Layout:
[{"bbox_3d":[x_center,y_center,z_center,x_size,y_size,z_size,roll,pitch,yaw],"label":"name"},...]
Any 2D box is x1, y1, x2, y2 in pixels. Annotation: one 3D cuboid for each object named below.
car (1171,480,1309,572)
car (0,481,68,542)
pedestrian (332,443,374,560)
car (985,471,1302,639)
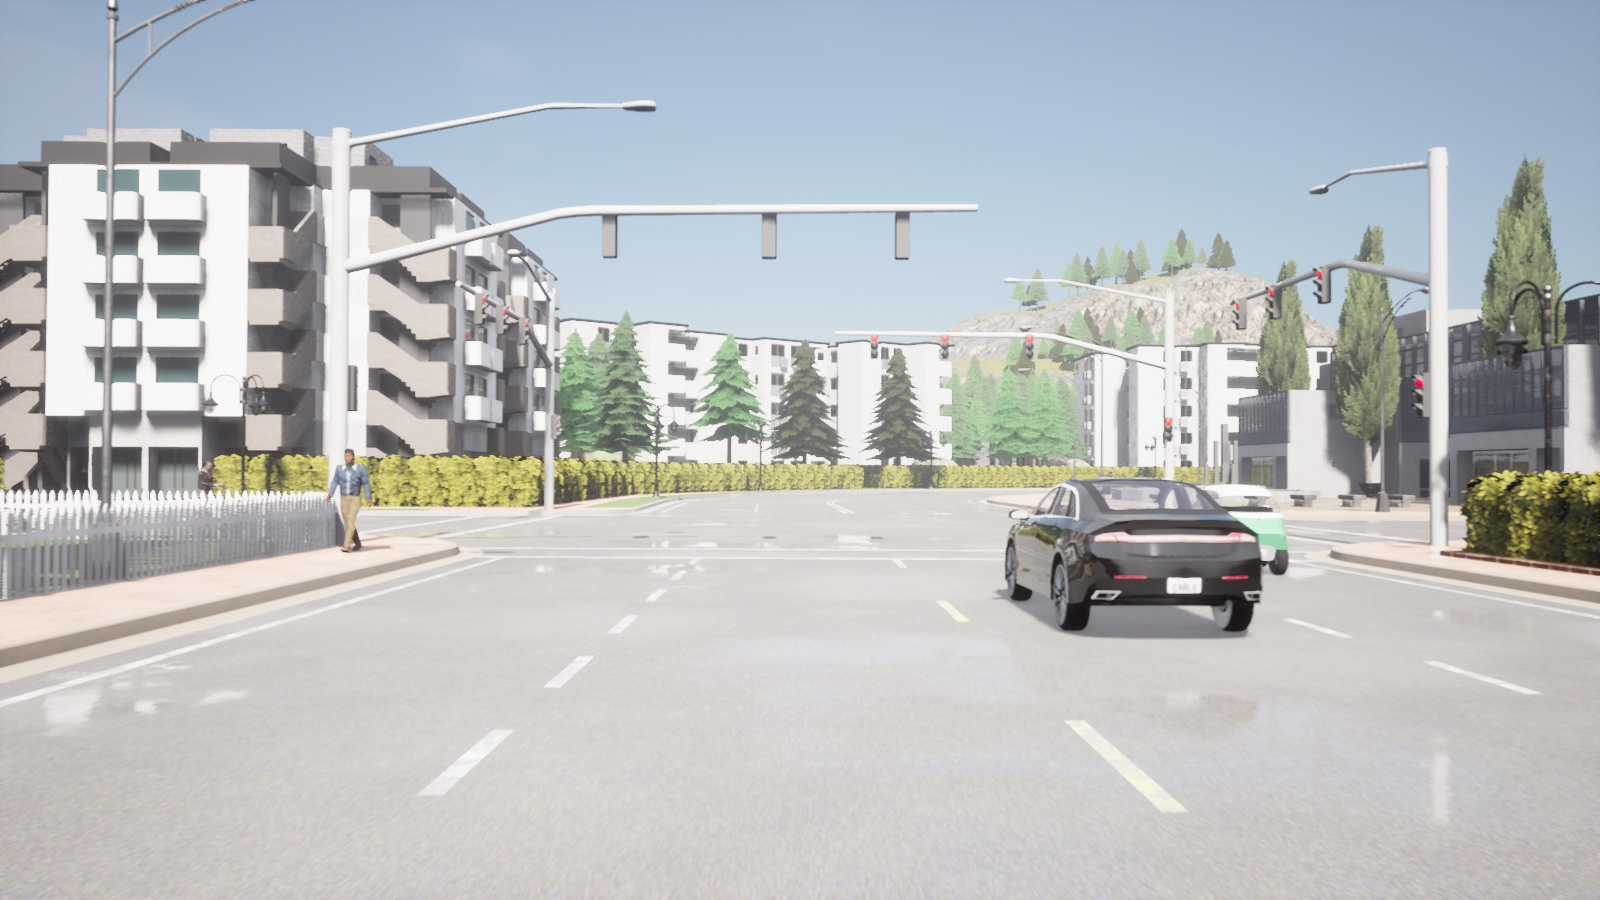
[{"bbox_3d":[6.988,1.179,20.144,1.481,1.376,2.207,0,-1,2],"label":"car"},{"bbox_3d":[-20.196,1.463,30.069,4.181,1.385,1.994,0,-1,1],"label":"car"},{"bbox_3d":[-7.560,0.859,21.248,0.423,1.949,0.788,0,-1,0],"label":"pedestrian"},{"bbox_3d":[3.467,0.989,13.828,2.128,1.511,4.902,0,-1,0],"label":"car"}]
